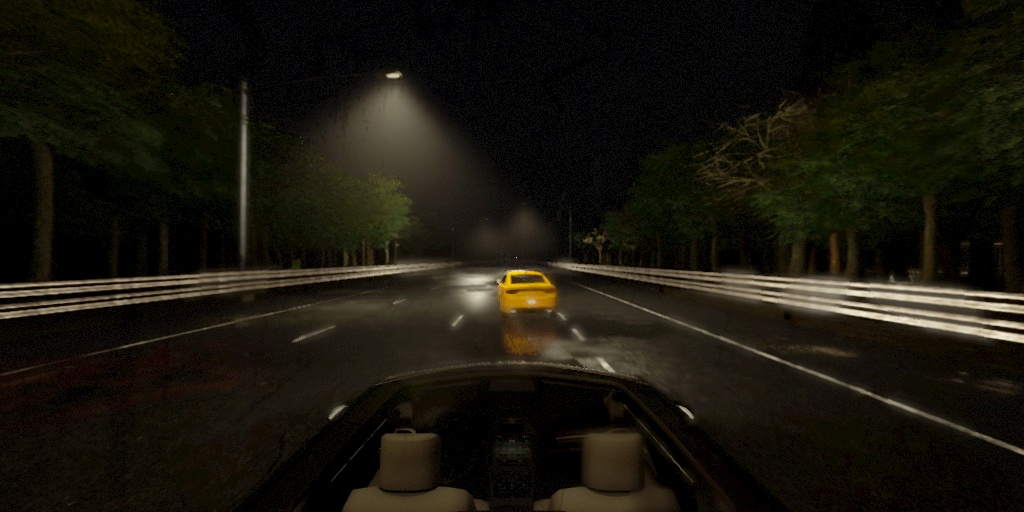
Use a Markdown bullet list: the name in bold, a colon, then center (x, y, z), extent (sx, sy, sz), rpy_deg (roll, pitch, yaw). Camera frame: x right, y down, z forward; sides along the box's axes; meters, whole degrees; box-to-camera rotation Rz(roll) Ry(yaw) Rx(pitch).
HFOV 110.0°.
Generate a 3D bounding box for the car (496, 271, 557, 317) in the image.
- **car**: center (0.460, 1.326, 13.810), extent (1.882, 1.535, 5.008), rpy_deg (0, 0, -4)
